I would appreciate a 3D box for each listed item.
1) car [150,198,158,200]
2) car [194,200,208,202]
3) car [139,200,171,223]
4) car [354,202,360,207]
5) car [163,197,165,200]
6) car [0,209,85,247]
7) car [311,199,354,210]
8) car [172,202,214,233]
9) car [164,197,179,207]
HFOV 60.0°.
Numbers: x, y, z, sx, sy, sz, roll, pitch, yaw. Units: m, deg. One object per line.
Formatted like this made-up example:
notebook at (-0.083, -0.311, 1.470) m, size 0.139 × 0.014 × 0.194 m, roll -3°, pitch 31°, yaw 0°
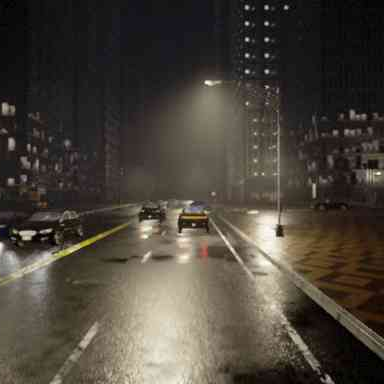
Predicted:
car at (-9.743, 2.108, 85.903) m, size 1.994 × 1.385 × 4.181 m, roll 0°, pitch 0°, yaw 0°
car at (1.113, 1.681, 37.838) m, size 1.882 × 1.535 × 5.008 m, roll 0°, pitch -1°, yaw 15°
car at (-3.148, 1.667, 27.220) m, size 2.128 × 1.511 × 4.902 m, roll 0°, pitch 0°, yaw 0°
car at (21.967, 1.650, 48.762) m, size 4.829 × 1.417 × 1.752 m, roll -1°, pitch -1°, yaw -1°
car at (-6.492, 2.055, 85.902) m, size 1.837 × 1.490 × 4.892 m, roll 0°, pitch 0°, yaw 0°
car at (-6.593, 1.595, 15.731) m, size 2.128 × 1.511 × 4.902 m, roll 0°, pitch 0°, yaw 0°
car at (16.686, 1.538, 40.314) m, size 4.403 × 1.369 × 2.008 m, roll -1°, pitch -1°, yaw -1°
car at (0.102, 1.624, 20.692) m, size 2.128 × 1.511 × 4.902 m, roll 0°, pitch 0°, yaw 0°
car at (-3.141, 1.887, 55.179) m, size 1.812 × 1.442 × 4.674 m, roll 0°, pitch 0°, yaw 0°
